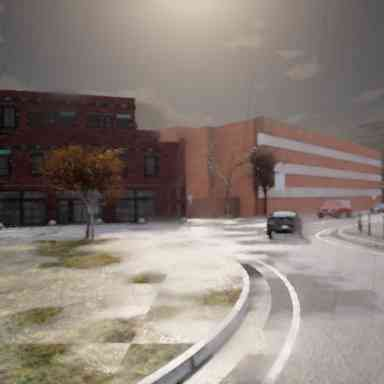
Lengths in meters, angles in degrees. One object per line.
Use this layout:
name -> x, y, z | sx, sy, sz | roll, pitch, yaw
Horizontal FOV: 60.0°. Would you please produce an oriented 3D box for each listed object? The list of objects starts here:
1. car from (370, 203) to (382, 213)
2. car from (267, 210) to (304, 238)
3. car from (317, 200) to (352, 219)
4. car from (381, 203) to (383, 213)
car -> 28.421, 2.373, 49.989 | 4.902, 1.511, 2.128 | 1, -2, -45
car -> 5.524, 1.801, 19.697 | 1.882, 1.535, 5.008 | -1, -3, 16
car -> 16.251, 1.944, 37.777 | 2.150, 2.045, 5.566 | -2, -2, 45
car -> 27.266, 2.308, 43.980 | 2.033, 1.411, 5.357 | -2, -2, 45
